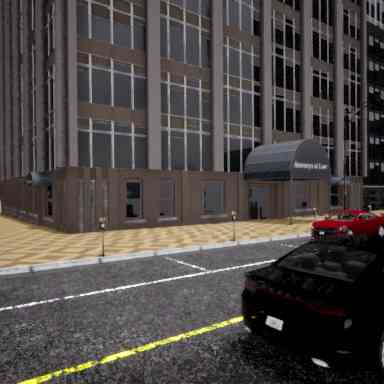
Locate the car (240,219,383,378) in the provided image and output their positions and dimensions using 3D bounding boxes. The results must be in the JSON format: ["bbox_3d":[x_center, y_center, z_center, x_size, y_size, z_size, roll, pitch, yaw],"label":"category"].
[{"bbox_3d":[3.043,1.476,5.605,5.008,1.535,1.882,0,0,-36],"label":"car"}]

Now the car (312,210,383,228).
[{"bbox_3d":[7.474,1.542,15.764,4.507,1.381,1.887,0,-1,-35],"label":"car"}]
